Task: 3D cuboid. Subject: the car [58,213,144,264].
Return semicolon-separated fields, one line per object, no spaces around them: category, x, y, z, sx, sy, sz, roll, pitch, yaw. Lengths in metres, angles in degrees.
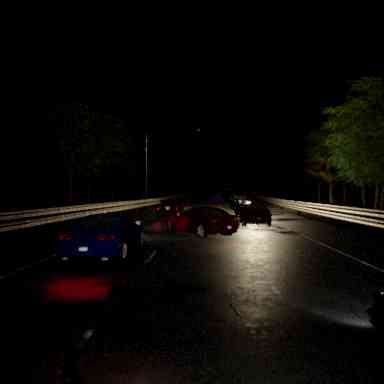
car;-3.035;1.510;12.080;1.882;1.535;5.008;0;0;2

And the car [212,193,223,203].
car;4.762;1.334;63.327;1.882;1.535;5.008;0;1;6

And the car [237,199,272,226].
car;4.530;1.550;24.092;1.882;1.535;5.008;0;0;4

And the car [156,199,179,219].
car;-1.862;1.442;30.191;2.097;1.767;4.553;0;0;5

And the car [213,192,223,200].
car;6.028;0.922;76.902;2.128;1.511;4.902;0;2;6

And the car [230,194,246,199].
car;6.533;1.324;45.808;2.150;2.045;5.566;0;0;6

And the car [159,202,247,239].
car;0.418;1.529;17.941;1.882;1.535;5.008;-1;0;-34

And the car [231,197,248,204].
car;5.460;1.599;34.838;2.128;1.511;4.902;0;0;6

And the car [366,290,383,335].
car;3.533;1.551;2.586;2.033;1.411;5.357;0;0;1
